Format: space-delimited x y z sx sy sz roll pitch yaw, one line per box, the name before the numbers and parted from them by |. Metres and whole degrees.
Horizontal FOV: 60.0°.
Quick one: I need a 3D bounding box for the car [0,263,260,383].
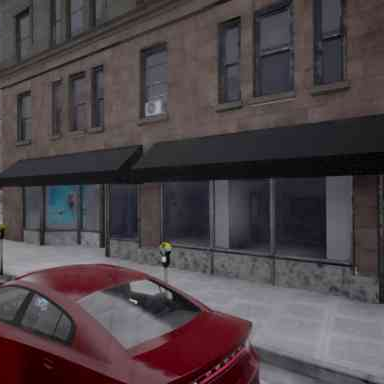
car | -1.461 1.545 3.908 4.507 1.381 1.887 0 0 36
